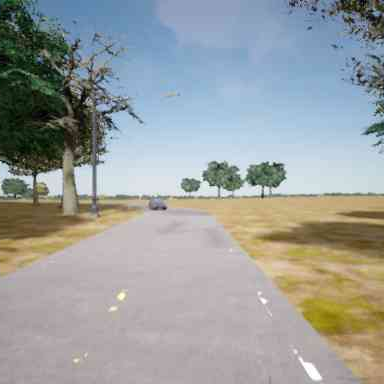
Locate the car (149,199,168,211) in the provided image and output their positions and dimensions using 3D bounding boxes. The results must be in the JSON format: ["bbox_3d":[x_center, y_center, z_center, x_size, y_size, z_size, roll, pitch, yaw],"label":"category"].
[{"bbox_3d":[-4.209,1.530,40.929,2.033,1.411,5.357,0,0,-13],"label":"car"}]
